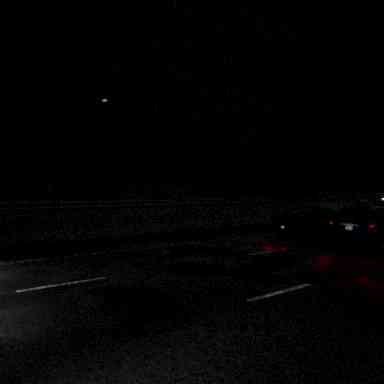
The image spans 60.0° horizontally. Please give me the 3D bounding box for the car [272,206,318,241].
[{"bbox_3d":[6.195,1.451,16.764,5.008,1.535,1.882,0,0,-36],"label":"car"}]

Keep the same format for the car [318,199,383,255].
[{"bbox_3d":[7.456,1.327,13.364,4.553,1.767,2.097,0,0,-35],"label":"car"}]
